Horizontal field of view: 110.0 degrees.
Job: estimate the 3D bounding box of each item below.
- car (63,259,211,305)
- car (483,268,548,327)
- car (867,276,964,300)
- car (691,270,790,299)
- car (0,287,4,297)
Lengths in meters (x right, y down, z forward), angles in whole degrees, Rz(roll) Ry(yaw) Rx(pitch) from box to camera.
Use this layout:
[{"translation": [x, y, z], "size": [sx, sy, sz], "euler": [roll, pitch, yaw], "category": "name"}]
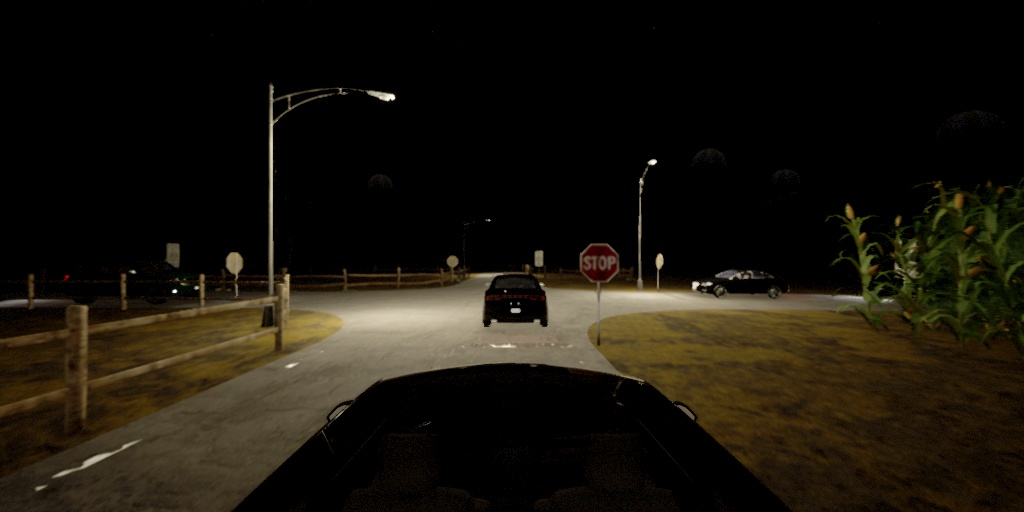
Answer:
[{"translation": [-17.749, 1.164, 17.117], "size": [5.566, 2.045, 2.150], "euler": [0, 0, 0], "category": "car"}, {"translation": [0.100, 1.338, 12.101], "size": [1.882, 1.535, 5.008], "euler": [0, -1, 0], "category": "car"}, {"translation": [22.448, 1.672, 19.909], "size": [4.181, 1.385, 1.994], "euler": [1, 0, 0], "category": "car"}, {"translation": [12.599, 1.507, 19.948], "size": [4.902, 1.511, 2.128], "euler": [0, 0, 0], "category": "car"}, {"translation": [-27.579, 1.497, 17.158], "size": [4.674, 1.442, 1.812], "euler": [0, 0, 0], "category": "car"}]
